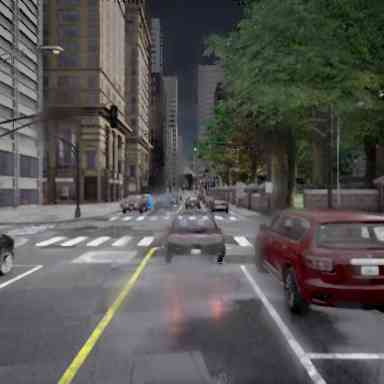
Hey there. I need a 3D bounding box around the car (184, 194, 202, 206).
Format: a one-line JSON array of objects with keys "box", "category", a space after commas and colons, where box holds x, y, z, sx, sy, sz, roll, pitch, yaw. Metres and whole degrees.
[{"box": [0.090, 1.364, 43.783, 1.812, 1.442, 4.674, 0, 0, 0], "category": "car"}]

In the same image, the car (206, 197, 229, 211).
[{"box": [2.755, 1.445, 34.107, 1.947, 1.339, 4.313, 0, 0, 0], "category": "car"}]

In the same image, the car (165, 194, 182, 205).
[{"box": [-3.088, 1.364, 52.465, 1.994, 1.385, 4.181, 0, 0, 0], "category": "car"}]

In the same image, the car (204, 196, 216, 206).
[{"box": [2.754, 1.439, 39.527, 1.802, 1.307, 4.206, 0, 0, 0], "category": "car"}]

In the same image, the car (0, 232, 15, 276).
[{"box": [-5.764, 1.543, 7.565, 1.947, 1.339, 4.313, 0, 0, 0], "category": "car"}]

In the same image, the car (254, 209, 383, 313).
[{"box": [2.762, 1.292, 7.548, 2.192, 1.841, 5.009, 0, 0, 0], "category": "car"}]

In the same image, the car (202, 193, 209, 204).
[{"box": [2.753, 1.274, 44.947, 1.967, 1.590, 4.097, 0, 0, 0], "category": "car"}]

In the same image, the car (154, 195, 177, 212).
[{"box": [-3.105, 1.412, 37.471, 2.033, 1.411, 5.357, 0, 0, 0], "category": "car"}]

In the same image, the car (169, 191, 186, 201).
[{"box": [-3.018, 0.964, 69.094, 2.150, 2.045, 5.566, 0, 0, 0], "category": "car"}]

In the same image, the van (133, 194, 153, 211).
[{"box": [-5.771, 1.198, 39.544, 1.690, 1.788, 3.998, 0, 0, 0], "category": "van"}]

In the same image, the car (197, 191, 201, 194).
[{"box": [2.747, 1.019, 72.048, 2.192, 1.841, 5.009, 0, 0, 0], "category": "car"}]

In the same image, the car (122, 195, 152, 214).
[{"box": [-5.770, 1.194, 34.124, 2.192, 1.841, 5.009, 0, 0, 0], "category": "car"}]

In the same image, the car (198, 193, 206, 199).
[{"box": [2.741, 1.029, 93.730, 1.967, 1.590, 4.097, 0, 0, 0], "category": "car"}]

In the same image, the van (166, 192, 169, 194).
[{"box": [-5.782, 0.989, 82.906, 1.690, 1.788, 3.998, 0, 0, 0], "category": "van"}]

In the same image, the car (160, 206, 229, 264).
[{"box": [-0.007, 1.455, 11.753, 2.128, 1.511, 4.902, 0, 0, -3], "category": "car"}]
